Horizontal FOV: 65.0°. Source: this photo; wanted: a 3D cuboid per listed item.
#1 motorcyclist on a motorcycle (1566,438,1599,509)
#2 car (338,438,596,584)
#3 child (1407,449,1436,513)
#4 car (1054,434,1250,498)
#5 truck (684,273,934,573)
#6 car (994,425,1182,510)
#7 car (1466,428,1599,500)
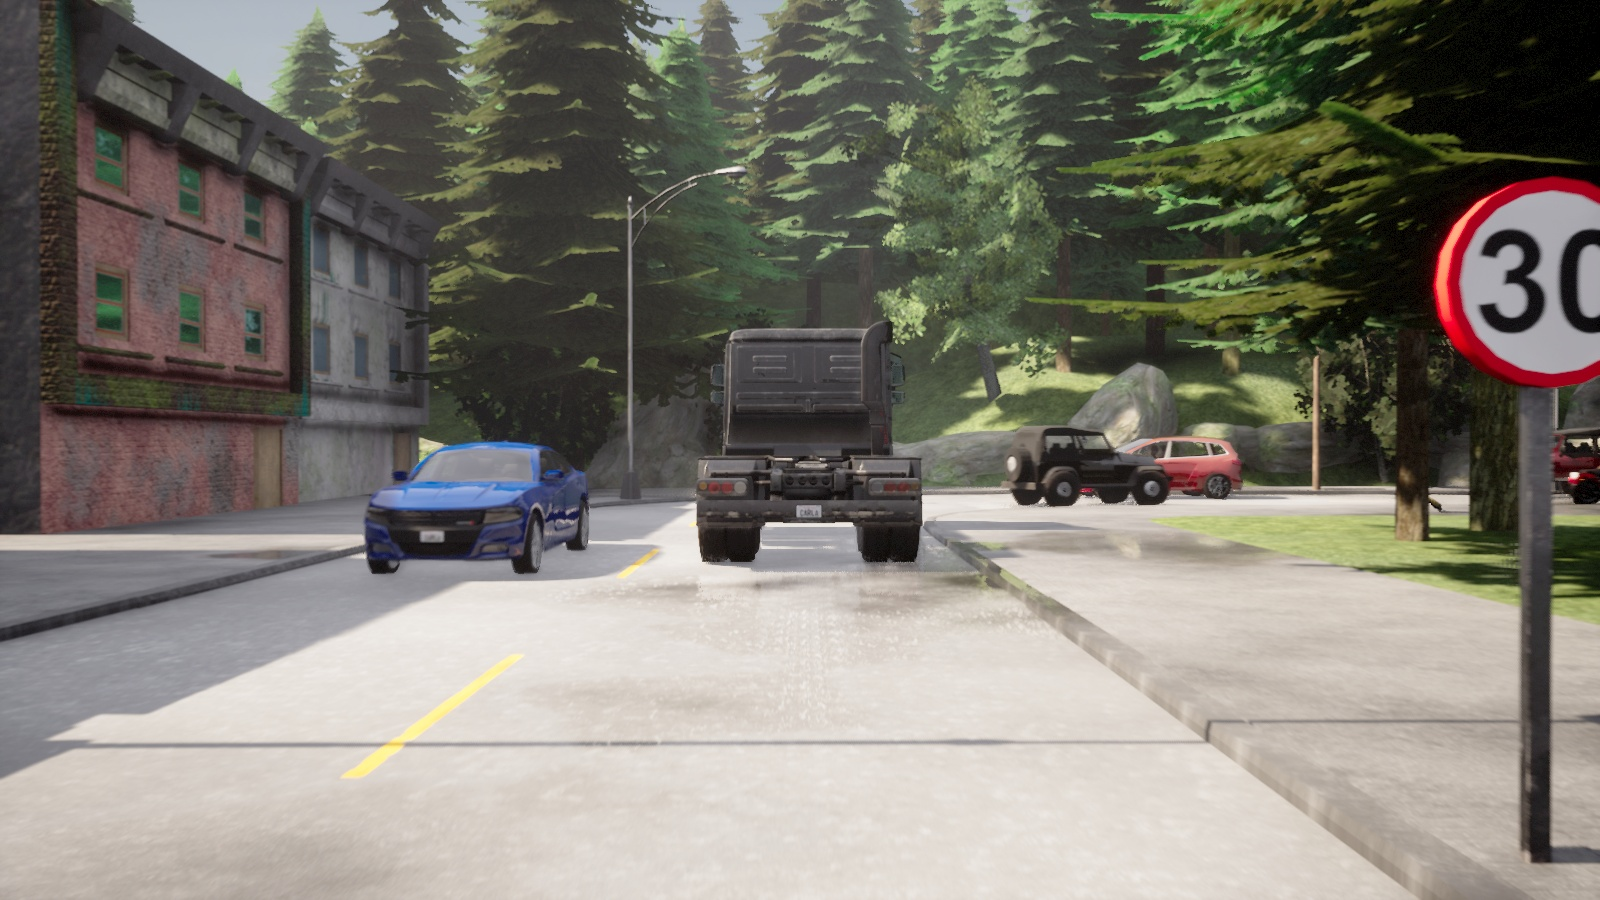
[{"bbox_3d":[19.547,0.545,29.737,2.350,1.649,0.766,0,0,0],"label":"motorcyclist on a motorcycle"},{"bbox_3d":[-3.918,0.632,15.750,1.882,1.535,5.008,0,0,0],"label":"car"},{"bbox_3d":[12.215,0.607,24.685,0.437,1.263,0.270,0,0,-1],"label":"child"},{"bbox_3d":[9.361,0.408,33.705,4.611,1.667,2.242,0,0,-1],"label":"car"},{"bbox_3d":[0.121,-0.339,18.484,2.891,3.462,7.936,0,0,0],"label":"truck"},{"bbox_3d":[6.705,0.383,29.353,3.866,1.878,1.905,0,0,-17],"label":"car"},{"bbox_3d":[20.323,0.369,33.737,3.866,1.878,1.905,0,0,0],"label":"car"}]
